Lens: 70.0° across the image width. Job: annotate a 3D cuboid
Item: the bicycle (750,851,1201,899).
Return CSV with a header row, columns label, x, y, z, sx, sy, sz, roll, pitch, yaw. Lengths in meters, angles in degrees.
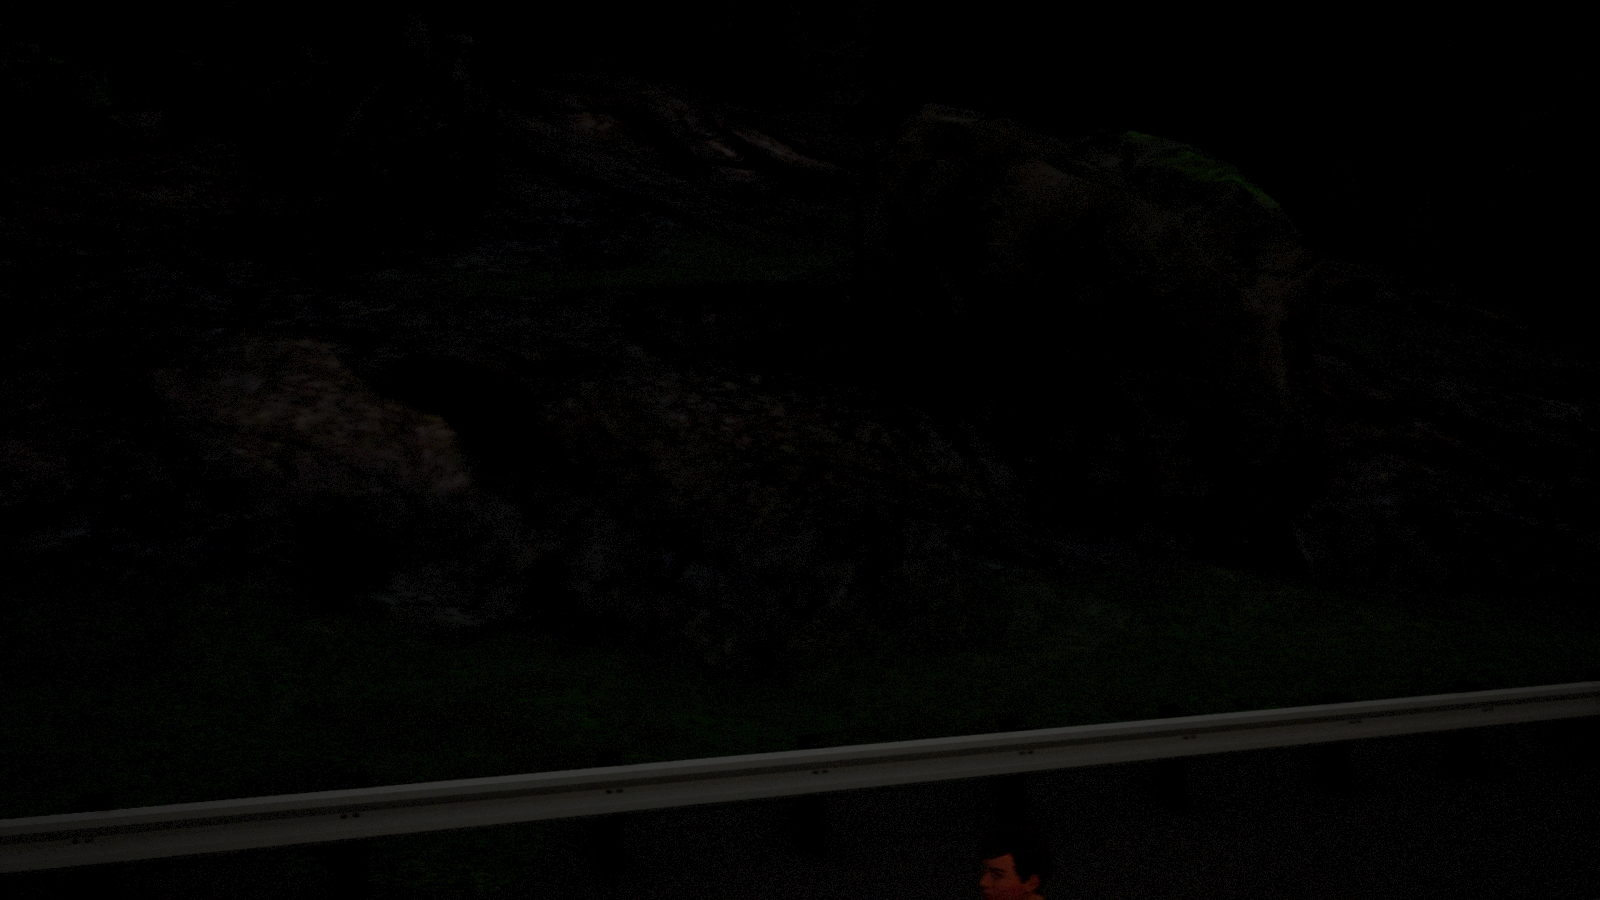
label,x,y,z,sx,sy,sz,roll,pitch,yaw
bicycle,0.610,2.143,3.608,1.487,1.295,0.859,0,0,-19
